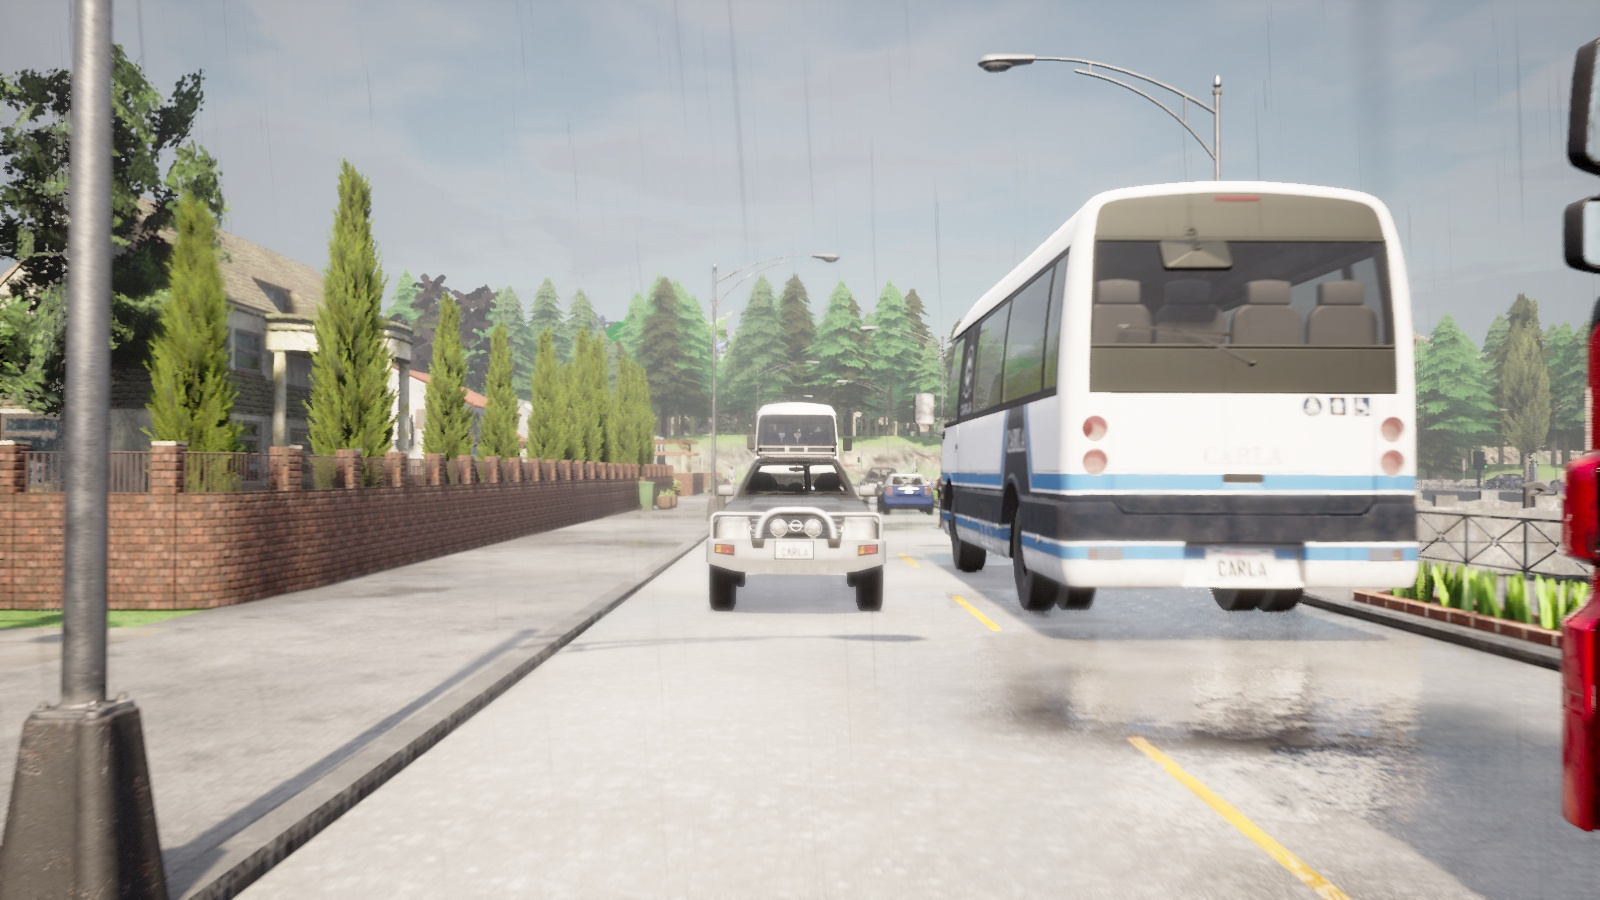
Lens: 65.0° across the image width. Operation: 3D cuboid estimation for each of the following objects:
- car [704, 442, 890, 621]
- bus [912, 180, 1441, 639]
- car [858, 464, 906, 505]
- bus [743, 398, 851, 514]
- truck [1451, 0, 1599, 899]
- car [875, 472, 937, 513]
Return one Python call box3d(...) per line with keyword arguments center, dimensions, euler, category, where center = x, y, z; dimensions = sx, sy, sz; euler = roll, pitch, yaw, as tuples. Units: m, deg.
box3d(center=(-0.037, 0.890, 15.428), dimensions=(1.932, 1.855, 4.605), euler=(0, -1, 0), category="car")
box3d(center=(3.959, -0.296, 16.818), dimensions=(3.944, 4.253, 10.273), euler=(0, -1, 0), category="bus")
box3d(center=(3.859, 1.617, 59.787), dimensions=(1.932, 1.855, 4.605), euler=(0, -1, 0), category="car")
box3d(center=(-0.131, 0.298, 51.362), dimensions=(3.944, 4.253, 10.273), euler=(0, -1, 0), category="bus")
box3d(center=(3.996, -0.355, 0.648), dimensions=(2.891, 3.827, 8.468), euler=(0, -1, 0), category="truck")
box3d(center=(3.890, 1.547, 46.752), dimensions=(1.970, 1.475, 3.806), euler=(0, -1, 0), category="car")
